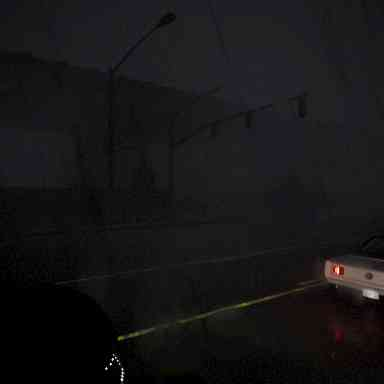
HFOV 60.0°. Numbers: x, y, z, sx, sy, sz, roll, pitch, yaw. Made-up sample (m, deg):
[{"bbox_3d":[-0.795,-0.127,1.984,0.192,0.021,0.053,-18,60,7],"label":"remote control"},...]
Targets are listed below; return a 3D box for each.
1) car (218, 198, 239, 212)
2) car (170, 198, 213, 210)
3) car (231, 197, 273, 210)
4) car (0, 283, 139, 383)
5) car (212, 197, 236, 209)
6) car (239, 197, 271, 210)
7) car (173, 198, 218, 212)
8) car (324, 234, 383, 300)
[{"bbox_3d":[3.780,1.453,39.069,2.038,1.542,4.974,0,0,18],"label":"car"},{"bbox_3d":[-0.014,1.295,36.389,4.536,1.218,1.853,0,0,8],"label":"car"},{"bbox_3d":[7.688,1.453,42.831,4.974,1.542,2.038,0,0,-7],"label":"car"},{"bbox_3d":[-3.019,1.221,1.596,5.566,2.045,2.150,0,0,-35],"label":"car"},{"bbox_3d":[3.796,1.295,39.118,1.853,1.218,4.536,0,0,18],"label":"car"},{"bbox_3d":[7.637,1.295,42.824,4.536,1.218,1.853,0,0,-7],"label":"car"},{"bbox_3d":[0.037,1.453,36.382,4.974,1.542,2.038,0,0,8],"label":"car"},{"bbox_3d":[5.125,1.601,7.437,4.718,1.301,1.895,0,0,-35],"label":"car"}]
